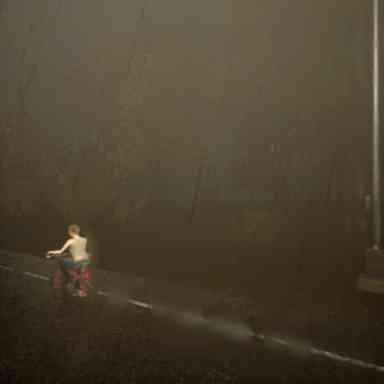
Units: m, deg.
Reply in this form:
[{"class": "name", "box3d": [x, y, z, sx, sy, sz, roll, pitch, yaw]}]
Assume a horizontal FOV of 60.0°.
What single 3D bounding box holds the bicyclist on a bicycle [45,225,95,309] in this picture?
[{"class": "bicyclist on a bicycle", "box3d": [-2.460, 1.464, 6.773, 1.509, 1.612, 0.866, 0, 0, 36]}]
